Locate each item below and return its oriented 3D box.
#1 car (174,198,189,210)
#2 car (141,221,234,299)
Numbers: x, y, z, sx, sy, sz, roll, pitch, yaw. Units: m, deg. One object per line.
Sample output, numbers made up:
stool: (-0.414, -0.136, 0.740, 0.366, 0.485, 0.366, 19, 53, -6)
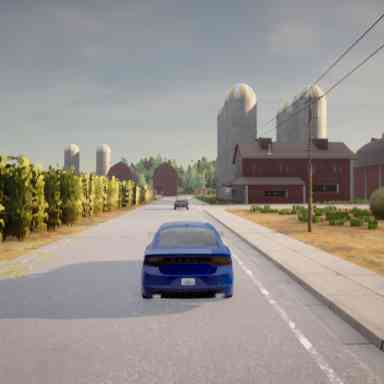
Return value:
car: (-1.413, 1.489, 43.589, 2.128, 1.511, 4.902, 0, 0, -2)
car: (-0.141, 1.477, 8.510, 1.882, 1.535, 5.008, 0, 0, -2)
